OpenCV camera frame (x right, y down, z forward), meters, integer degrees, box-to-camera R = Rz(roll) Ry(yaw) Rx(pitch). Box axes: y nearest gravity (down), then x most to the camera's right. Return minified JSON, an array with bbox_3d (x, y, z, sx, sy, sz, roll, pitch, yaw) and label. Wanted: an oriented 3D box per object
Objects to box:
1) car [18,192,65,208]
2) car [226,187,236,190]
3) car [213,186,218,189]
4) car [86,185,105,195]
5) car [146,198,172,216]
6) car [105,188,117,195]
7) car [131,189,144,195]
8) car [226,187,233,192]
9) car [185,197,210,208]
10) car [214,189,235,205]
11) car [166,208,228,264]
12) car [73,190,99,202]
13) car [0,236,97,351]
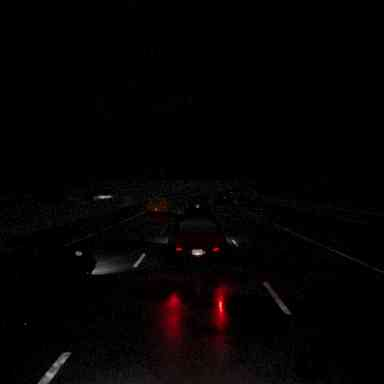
[{"bbox_3d":[-13.656,1.030,30.650,2.150,2.045,5.566,0,1,2],"label":"car"},{"bbox_3d":[9.791,-0.303,83.038,1.837,1.490,4.892,0,2,5],"label":"car"},{"bbox_3d":[5.923,0.053,74.623,1.882,1.535,5.008,0,2,3],"label":"car"},{"bbox_3d":[-21.591,-0.471,72.987,2.150,2.045,5.566,0,2,0],"label":"car"},{"bbox_3d":[-2.961,1.285,30.638,1.882,1.535,5.008,0,1,2],"label":"car"},{"bbox_3d":[-18.569,-0.123,75.461,1.994,1.385,4.181,0,2,3],"label":"car"},{"bbox_3d":[-11.766,0.157,71.913,1.882,1.535,5.008,0,2,3],"label":"car"},{"bbox_3d":[10.510,-0.703,93.065,1.812,1.442,4.674,0,3,3],"label":"car"},{"bbox_3d":[0.497,1.182,28.974,2.097,1.767,4.553,0,1,1],"label":"car"},{"bbox_3d":[4.488,0.807,46.905,2.097,1.767,4.553,0,2,2],"label":"car"},{"bbox_3d":[0.179,1.489,11.510,1.812,1.442,4.674,0,0,1],"label":"car"},{"bbox_3d":[-16.435,0.870,50.490,2.128,1.511,4.902,0,2,3],"label":"car"},{"bbox_3d":[-3.371,1.531,6.103,2.033,1.411,5.357,0,0,1],"label":"car"}]
